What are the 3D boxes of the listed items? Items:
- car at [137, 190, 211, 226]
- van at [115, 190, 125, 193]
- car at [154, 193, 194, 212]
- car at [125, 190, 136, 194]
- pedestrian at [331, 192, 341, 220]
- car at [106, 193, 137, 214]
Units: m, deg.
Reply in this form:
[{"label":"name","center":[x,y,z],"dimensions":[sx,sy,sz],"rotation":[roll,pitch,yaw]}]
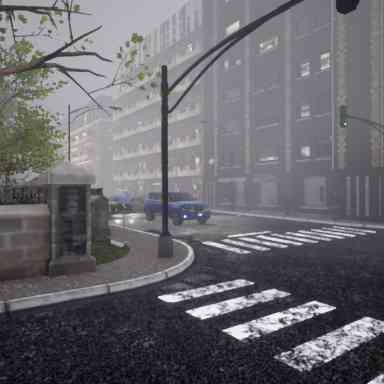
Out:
[{"label":"car","center":[-1.143,0.926,21.630],"dimensions":[2.150,2.045,5.566],"rotation":[0,1,-36]},{"label":"van","center":[-8.348,0.655,41.285],"dimensions":[1.690,1.788,3.998],"rotation":[1,1,-36]},{"label":"car","center":[-1.821,0.950,32.377],"dimensions":[1.967,1.590,4.097],"rotation":[1,1,-36]},{"label":"car","center":[-5.083,0.727,36.831],"dimensions":[2.192,1.841,5.009],"rotation":[1,1,-36]},{"label":"pedestrian","center":[9.454,0.902,21.945],"dimensions":[0.375,1.860,0.375],"rotation":[1,-1,-36]},{"label":"car","center":[-6.803,1.098,29.359],"dimensions":[1.994,1.385,4.181],"rotation":[0,1,-36]}]
